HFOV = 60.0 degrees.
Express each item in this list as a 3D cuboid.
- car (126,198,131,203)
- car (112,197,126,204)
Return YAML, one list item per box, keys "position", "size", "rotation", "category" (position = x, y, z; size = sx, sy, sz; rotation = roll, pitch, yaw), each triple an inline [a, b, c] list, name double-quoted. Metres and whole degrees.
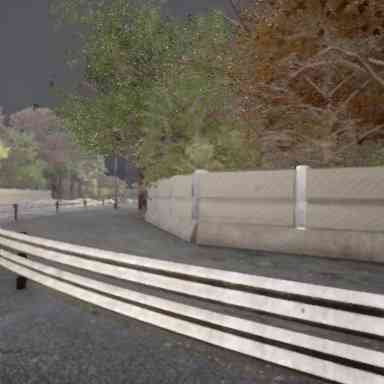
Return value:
- position: [-17.699, 2.289, 88.819]
  size: [1.994, 1.385, 4.181]
  rotation: [0, -1, 0]
  category: "car"
- position: [-17.689, 1.996, 78.444]
  size: [2.128, 1.511, 4.902]
  rotation: [0, -1, 0]
  category: "car"
